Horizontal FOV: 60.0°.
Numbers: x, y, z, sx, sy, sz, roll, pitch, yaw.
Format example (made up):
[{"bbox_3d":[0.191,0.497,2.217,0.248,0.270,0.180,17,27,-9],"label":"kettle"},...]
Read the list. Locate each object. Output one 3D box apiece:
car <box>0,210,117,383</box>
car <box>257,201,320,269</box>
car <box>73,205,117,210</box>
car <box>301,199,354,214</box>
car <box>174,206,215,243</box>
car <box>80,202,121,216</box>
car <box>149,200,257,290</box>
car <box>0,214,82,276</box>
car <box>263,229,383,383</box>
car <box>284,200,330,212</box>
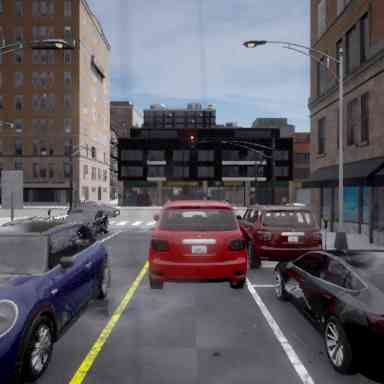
[{"bbox_3d":[-2.836,1.351,5.401,2.097,1.767,4.553,0,0,0],"label":"car"},{"bbox_3d":[2.644,1.314,11.072,2.192,1.841,5.009,0,0,0],"label":"car"},{"bbox_3d":[-5.377,1.565,16.740,1.947,1.339,4.313,0,0,0],"label":"car"},{"bbox_3d":[14.540,1.584,35.808,4.892,1.490,1.837,0,0,1],"label":"car"},{"bbox_3d":[0.102,1.525,16.991,1.812,1.442,4.674,0,0,0],"label":"car"},{"bbox_3d":[-8.169,1.530,28.200,4.181,1.385,1.994,0,0,14],"label":"car"},{"bbox_3d":[0.086,1.221,9.230,2.150,2.045,5.566,0,0,-1],"label":"car"},{"bbox_3d":[-5.381,1.550,11.077,2.008,1.369,4.403,0,0,0],"label":"car"},{"bbox_3d":[2.640,1.566,5.409,1.947,1.339,4.313,0,0,0],"label":"car"},{"bbox_3d":[13.427,1.674,39.061,4.718,1.301,1.895,0,0,0],"label":"car"}]
